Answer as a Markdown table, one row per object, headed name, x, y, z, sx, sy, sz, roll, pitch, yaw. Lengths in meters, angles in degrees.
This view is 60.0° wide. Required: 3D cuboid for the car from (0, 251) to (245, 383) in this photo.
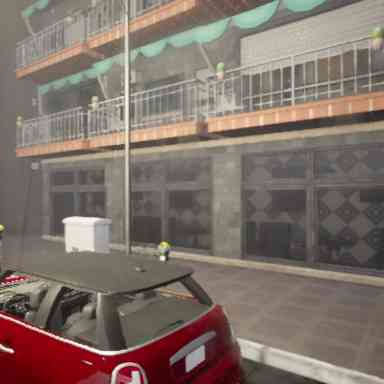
| name | x | y | z | sx | sy | sz | roll | pitch | yaw |
| --- | --- | --- | --- | --- | --- | --- | --- | --- | --- |
| car | -1.549 | 1.458 | 3.982 | 4.097 | 1.590 | 1.967 | 0 | 0 | 36 |
